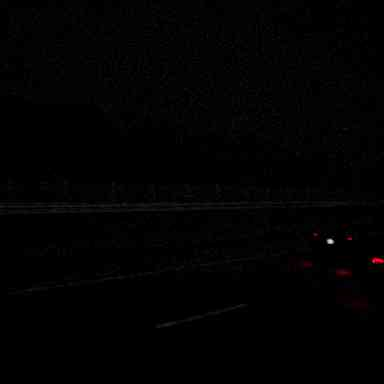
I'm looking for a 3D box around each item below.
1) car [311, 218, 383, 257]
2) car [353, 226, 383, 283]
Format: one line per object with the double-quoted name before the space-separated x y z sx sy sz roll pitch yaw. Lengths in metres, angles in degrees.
"car" 6.452 1.712 12.709 4.181 1.385 1.994 1 0 -35
"car" 6.652 1.669 8.583 5.357 1.411 2.033 1 0 -35
